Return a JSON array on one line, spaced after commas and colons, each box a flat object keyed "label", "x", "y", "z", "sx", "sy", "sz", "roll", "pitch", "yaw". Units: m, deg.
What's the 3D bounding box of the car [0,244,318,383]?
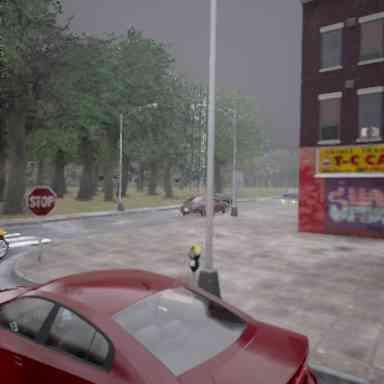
[{"label": "car", "x": -1.057, "y": 1.528, "z": 3.550, "sx": 4.507, "sy": 1.381, "sz": 1.887, "roll": 0, "pitch": 1, "yaw": 36}]

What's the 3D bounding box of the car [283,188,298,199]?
[{"label": "car", "x": 14.940, "y": 0.226, "z": 48.840, "sx": 1.882, "sy": 1.535, "sz": 5.008, "roll": 2, "pitch": 2, "yaw": 36}]

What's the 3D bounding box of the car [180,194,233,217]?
[{"label": "car", "x": 0.952, "y": 0.961, "z": 24.338, "sx": 1.812, "sy": 1.442, "sz": 4.674, "roll": 2, "pitch": 2, "yaw": 36}]

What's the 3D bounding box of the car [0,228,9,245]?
[{"label": "car", "x": -6.602, "y": 1.380, "z": 8.616, "sx": 1.882, "sy": 1.535, "sz": 5.008, "roll": 0, "pitch": 2, "yaw": -8}]
